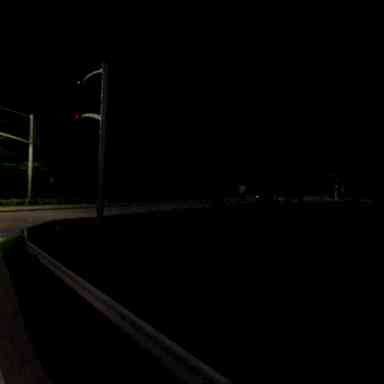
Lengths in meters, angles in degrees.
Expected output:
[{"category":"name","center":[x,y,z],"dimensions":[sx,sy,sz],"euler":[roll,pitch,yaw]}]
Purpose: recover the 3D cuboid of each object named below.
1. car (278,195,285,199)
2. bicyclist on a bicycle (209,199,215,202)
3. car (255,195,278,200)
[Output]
[{"category":"car","center":[17.627,0.967,63.638],"dimensions":[1.837,1.490,4.892],"euler":[3,1,30]},{"category":"bicyclist on a bicycle","center":[2.436,0.935,30.638],"dimensions":[1.656,1.620,0.582],"euler":[38,17,23]},{"category":"car","center":[11.668,0.991,53.269],"dimensions":[2.128,1.511,4.902],"euler":[3,2,30]}]
